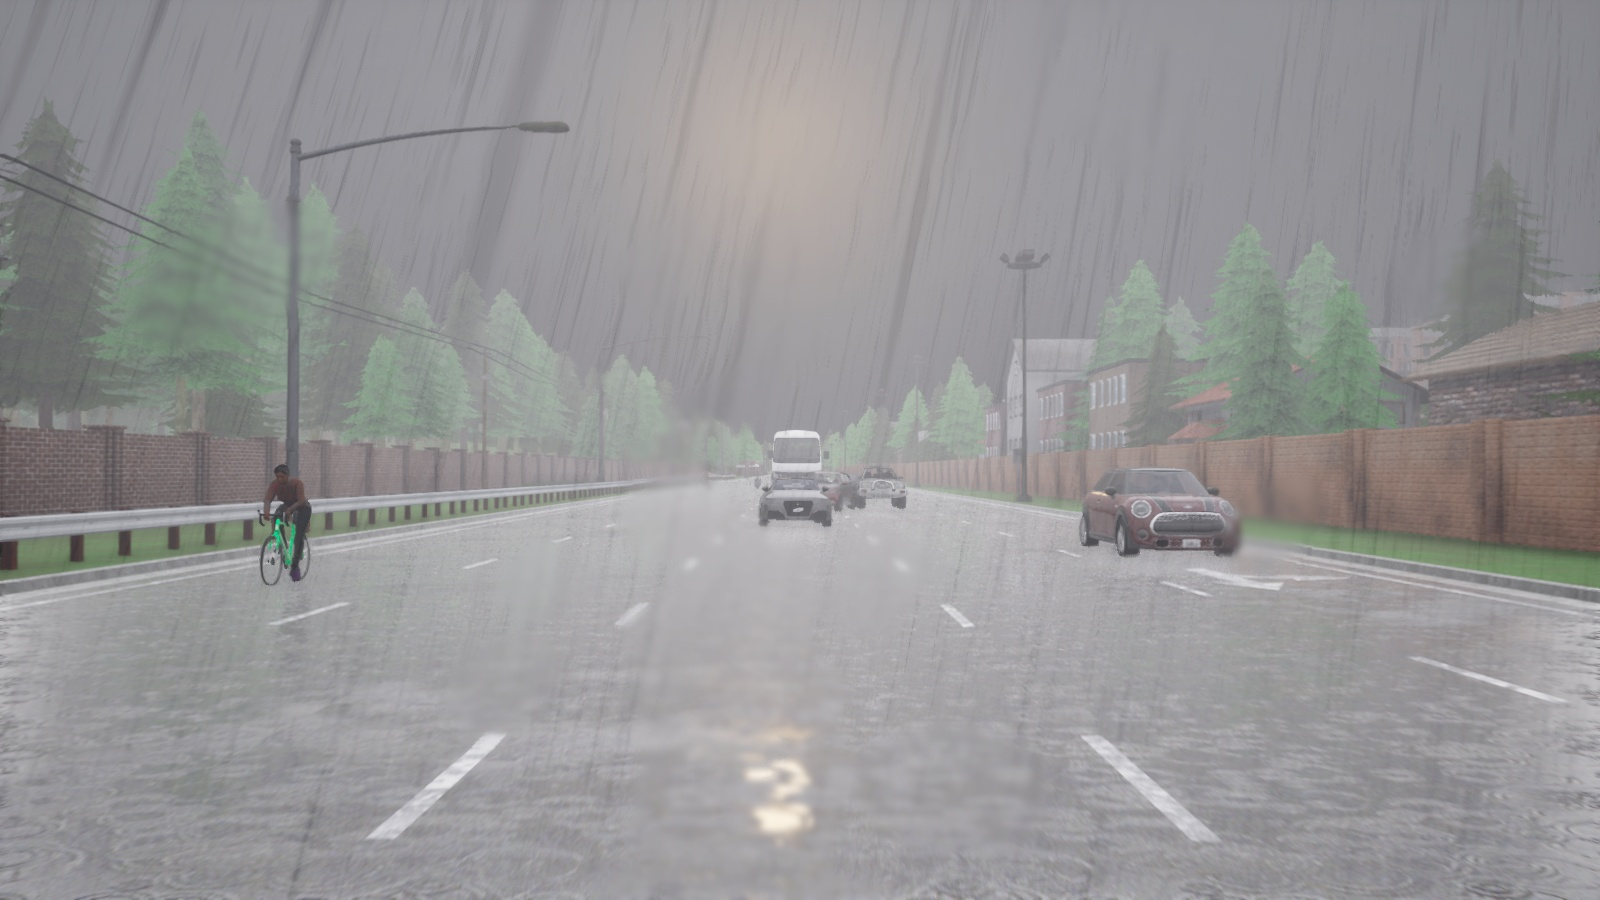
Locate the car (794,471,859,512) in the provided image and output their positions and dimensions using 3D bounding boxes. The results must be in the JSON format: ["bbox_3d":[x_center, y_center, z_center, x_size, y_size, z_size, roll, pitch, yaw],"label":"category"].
[{"bbox_3d":[1.088,1.614,49.283,1.789,1.549,3.705,0,-1,14],"label":"car"}]

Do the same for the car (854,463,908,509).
[{"bbox_3d":[3.370,1.506,53.026,1.932,1.855,4.605,0,-1,-1],"label":"car"}]

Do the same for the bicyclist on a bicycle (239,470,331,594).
[{"bbox_3d":[-7.043,1.084,17.246,0.582,1.620,1.656,0,-1,0],"label":"bicyclist on a bicycle"}]

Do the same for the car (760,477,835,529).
[{"bbox_3d":[-0.135,1.485,36.196,1.994,1.385,4.181,0,-1,-3],"label":"car"}]

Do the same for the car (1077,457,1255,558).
[{"bbox_3d":[6.939,1.053,24.378,2.097,1.767,4.553,0,-1,0],"label":"car"}]

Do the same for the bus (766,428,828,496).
[{"bbox_3d":[-0.215,0.856,84.644,3.944,4.253,10.273,0,-1,0],"label":"bus"}]
